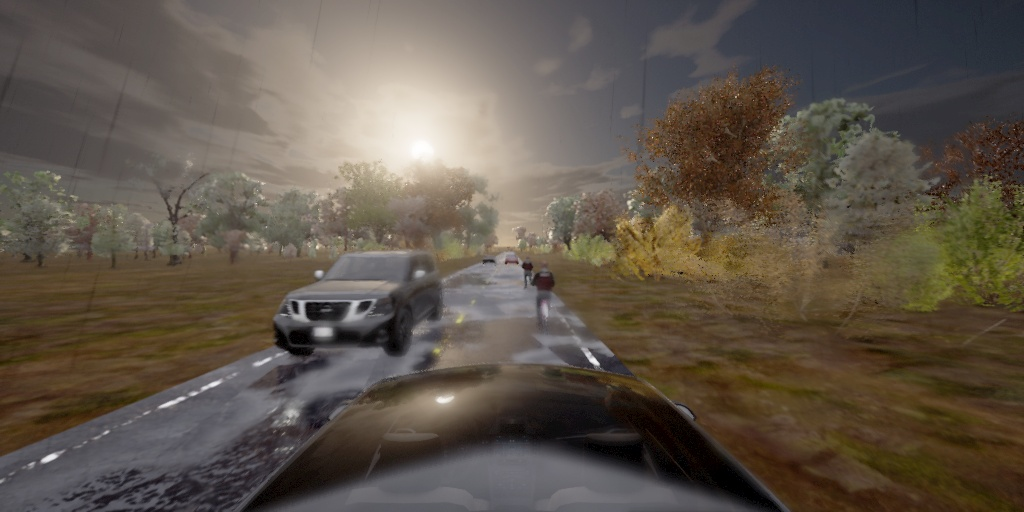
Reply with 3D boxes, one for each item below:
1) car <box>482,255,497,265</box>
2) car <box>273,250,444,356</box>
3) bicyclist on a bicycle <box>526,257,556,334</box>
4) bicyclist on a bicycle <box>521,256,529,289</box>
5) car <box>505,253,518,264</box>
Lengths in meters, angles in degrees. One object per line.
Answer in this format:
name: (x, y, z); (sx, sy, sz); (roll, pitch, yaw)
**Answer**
car: (-3.186, 0.555, 51.161); (1.895, 1.301, 4.718); (0, 1, 0)
car: (-3.116, 0.862, 8.674); (2.150, 2.045, 5.566); (0, 1, 0)
bicyclist on a bicycle: (0.809, 1.003, 9.197); (0.659, 1.776, 1.843); (0, 1, 0)
bicyclist on a bicycle: (0.788, 0.861, 18.196); (0.659, 1.776, 1.843); (0, 1, 0)
car: (-0.030, 0.464, 54.355); (1.994, 1.385, 4.181); (0, 1, 0)
